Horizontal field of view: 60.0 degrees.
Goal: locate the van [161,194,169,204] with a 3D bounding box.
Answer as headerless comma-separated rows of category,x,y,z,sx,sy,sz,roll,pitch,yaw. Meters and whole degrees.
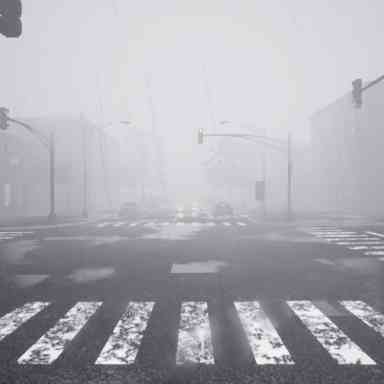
van,-5.465,1.329,58.147,1.690,1.788,3.998,0,0,0

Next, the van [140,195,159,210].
van,-5.530,1.333,41.508,1.690,1.788,3.998,0,0,0

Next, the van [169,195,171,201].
van,-5.442,1.328,63.693,1.690,1.788,3.998,0,0,0

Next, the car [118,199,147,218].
car,-5.572,1.577,30.416,1.802,1.307,4.206,0,0,0

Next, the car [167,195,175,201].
car,-5.352,1.526,85.879,1.887,1.381,4.507,0,0,0

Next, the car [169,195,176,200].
car,-5.331,1.562,91.424,1.802,1.307,4.206,0,0,0

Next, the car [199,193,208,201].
car,3.026,1.296,85.845,2.192,1.841,5.009,-1,0,0

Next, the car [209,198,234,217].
car,2.808,1.520,30.552,1.752,1.417,4.829,-1,0,0

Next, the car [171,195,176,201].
car,-5.375,1.549,80.332,1.947,1.339,4.313,0,0,0

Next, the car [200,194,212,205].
car,2.918,1.539,58.114,2.008,1.369,4.403,-1,0,0

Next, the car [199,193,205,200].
car,2.984,1.550,74.752,1.947,1.339,4.313,-1,0,0

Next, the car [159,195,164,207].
car,-5.507,1.536,47.055,1.887,1.381,4.507,0,0,0
